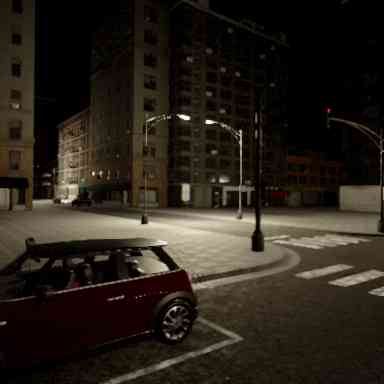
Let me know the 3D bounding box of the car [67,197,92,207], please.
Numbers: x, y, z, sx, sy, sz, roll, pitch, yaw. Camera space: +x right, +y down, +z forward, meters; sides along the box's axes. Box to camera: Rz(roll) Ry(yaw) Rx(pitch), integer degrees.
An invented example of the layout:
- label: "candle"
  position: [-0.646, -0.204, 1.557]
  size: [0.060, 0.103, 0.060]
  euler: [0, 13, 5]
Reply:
- label: "car"
  position: [-16.641, 1.474, 50.047]
  size: [2.128, 1.511, 4.902]
  euler: [1, 0, -37]

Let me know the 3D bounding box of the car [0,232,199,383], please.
- label: "car"
  position: [-1.953, 1.460, 4.791]
  size: [4.097, 1.590, 1.967]
  euler: [1, -1, -37]

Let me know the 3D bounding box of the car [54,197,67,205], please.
- label: "car"
  position: [-22.765, 1.536, 58.299]
  size: [1.895, 1.301, 4.718]
  euler: [1, 0, -37]
